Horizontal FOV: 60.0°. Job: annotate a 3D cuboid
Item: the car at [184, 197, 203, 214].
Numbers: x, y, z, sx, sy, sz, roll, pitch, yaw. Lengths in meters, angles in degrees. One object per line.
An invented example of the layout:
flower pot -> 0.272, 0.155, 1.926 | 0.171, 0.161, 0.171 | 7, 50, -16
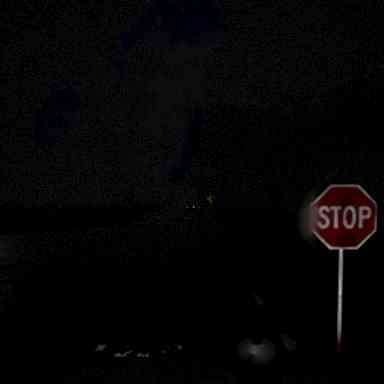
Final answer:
car -> 0.165, 1.575, 35.989 | 2.033, 1.411, 5.357 | 0, 0, 0

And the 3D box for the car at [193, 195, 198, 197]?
car -> 0.131, 1.758, 62.819 | 1.895, 1.301, 4.718 | 0, 0, 0
